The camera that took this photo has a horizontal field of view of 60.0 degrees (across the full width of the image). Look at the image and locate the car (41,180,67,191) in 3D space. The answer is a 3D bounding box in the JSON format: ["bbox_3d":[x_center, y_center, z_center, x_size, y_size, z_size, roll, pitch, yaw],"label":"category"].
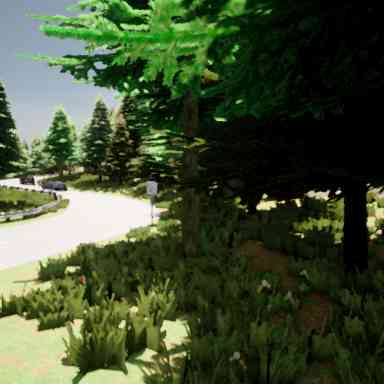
[{"bbox_3d":[-18.880,-0.916,45.434,4.181,1.385,1.994,6,4,37],"label":"car"}]

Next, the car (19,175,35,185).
[{"bbox_3d":[-26.415,-1.940,53.276,1.837,1.490,4.892,0,5,-34],"label":"car"}]
